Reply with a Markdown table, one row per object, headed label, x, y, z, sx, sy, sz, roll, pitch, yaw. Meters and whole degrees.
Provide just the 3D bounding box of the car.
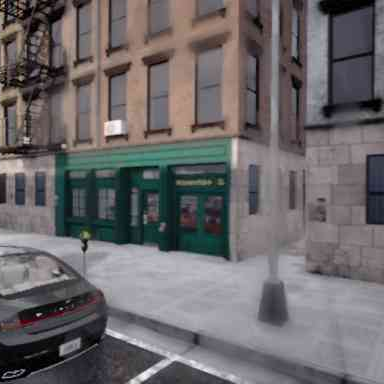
| label | x | y | z | sx | sy | sz | roll | pitch | yaw |
| --- | --- | --- | --- | --- | --- | --- | --- | --- | --- |
| car | -3.161 | 1.511 | 5.059 | 4.403 | 1.369 | 2.008 | 1 | 0 | 35 |
